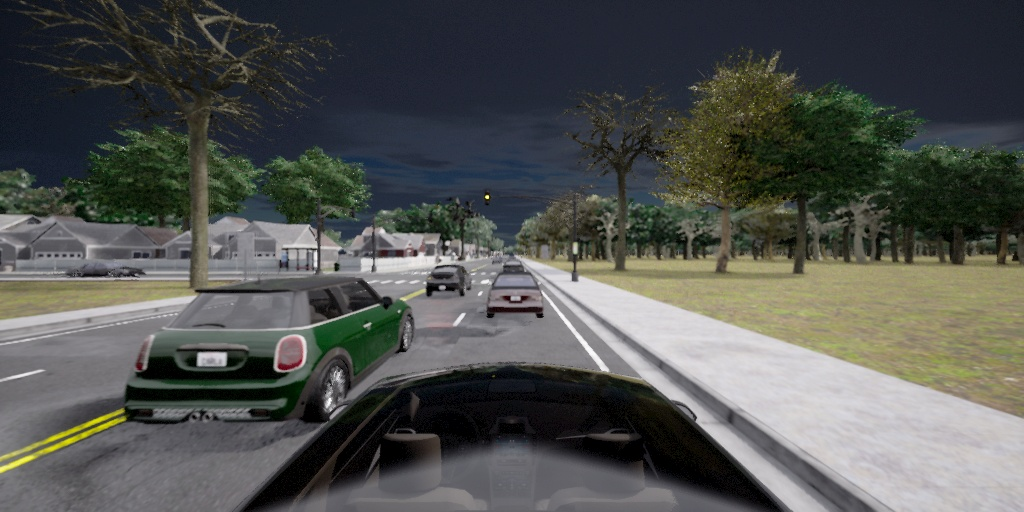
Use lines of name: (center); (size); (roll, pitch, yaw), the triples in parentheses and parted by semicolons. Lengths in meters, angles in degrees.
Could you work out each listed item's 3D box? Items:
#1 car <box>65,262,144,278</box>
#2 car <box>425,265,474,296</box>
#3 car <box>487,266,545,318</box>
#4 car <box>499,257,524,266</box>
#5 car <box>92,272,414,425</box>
car: (-34.940, 1.228, 30.861); (5.357, 1.411, 2.033); (0, 0, 0)
car: (-3.154, 1.184, 18.578); (1.837, 1.490, 4.892); (0, 0, 0)
car: (0.104, 1.251, 12.792); (2.033, 1.411, 5.357); (0, 0, 0)
car: (0.105, 1.097, 32.358); (1.882, 1.535, 5.008); (0, 0, 0)
car: (-3.147, 1.087, 5.884); (2.097, 1.767, 4.553); (0, 0, 0)
